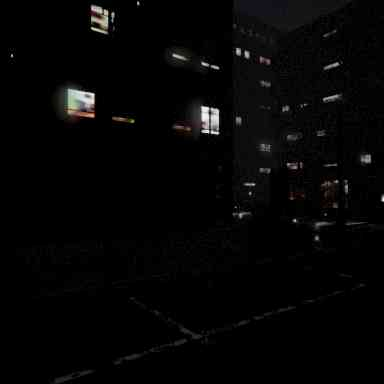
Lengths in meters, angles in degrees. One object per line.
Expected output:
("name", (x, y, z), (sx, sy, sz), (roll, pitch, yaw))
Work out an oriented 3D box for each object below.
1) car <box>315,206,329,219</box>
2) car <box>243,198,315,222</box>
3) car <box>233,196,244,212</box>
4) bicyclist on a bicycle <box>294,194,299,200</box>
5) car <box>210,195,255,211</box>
("car", (8.223, 1.318, 25.813), (1.812, 1.442, 4.674), (0, 1, -37))
("car", (6.206, 1.342, 24.168), (2.008, 1.369, 4.403), (1, 0, -36))
("car", (2.723, 1.167, 33.332), (1.837, 1.490, 4.892), (0, 1, -36))
("bicyclist on a bicycle", (11.451, 1.011, 36.190), (1.656, 1.620, 0.582), (0, 1, -36))
("car", (4.318, 1.134, 36.575), (2.128, 1.511, 4.902), (0, 1, -36))
